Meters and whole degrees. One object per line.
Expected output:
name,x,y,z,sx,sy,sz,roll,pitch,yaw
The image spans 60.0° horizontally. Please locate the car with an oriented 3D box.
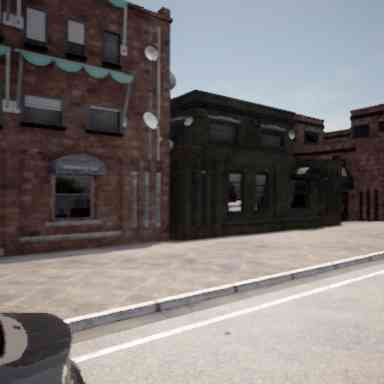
car,-3.027,1.505,1.524,4.892,1.490,1.837,0,0,-36
